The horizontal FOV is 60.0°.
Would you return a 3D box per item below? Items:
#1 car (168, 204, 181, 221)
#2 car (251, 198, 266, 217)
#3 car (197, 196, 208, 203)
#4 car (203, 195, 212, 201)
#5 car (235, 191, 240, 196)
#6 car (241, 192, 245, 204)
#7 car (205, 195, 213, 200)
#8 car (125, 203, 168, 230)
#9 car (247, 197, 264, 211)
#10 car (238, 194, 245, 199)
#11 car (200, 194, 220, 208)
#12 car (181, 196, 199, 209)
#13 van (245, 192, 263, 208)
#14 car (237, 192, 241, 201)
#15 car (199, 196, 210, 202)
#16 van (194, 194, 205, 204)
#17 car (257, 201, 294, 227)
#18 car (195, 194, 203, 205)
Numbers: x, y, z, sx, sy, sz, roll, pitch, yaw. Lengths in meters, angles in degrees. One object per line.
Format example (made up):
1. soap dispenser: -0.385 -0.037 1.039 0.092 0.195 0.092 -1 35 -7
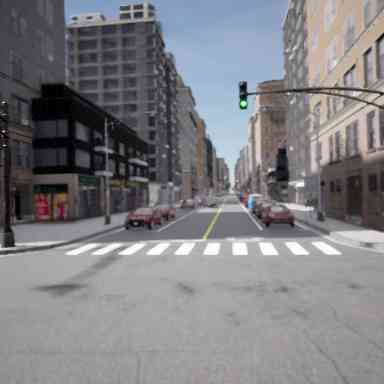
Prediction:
1. car: -2.451 1.615 27.688 1.887 1.381 4.507 -1 0 7
2. car: 6.015 1.426 26.702 1.802 1.307 4.206 -1 0 7
3. car: 2.097 1.546 67.136 1.802 1.307 4.206 -1 0 7
4. car: 4.046 1.485 84.043 1.947 1.339 4.313 -1 0 7
5. car: 11.858 1.023 77.427 2.192 1.841 5.009 -1 0 7
6. car: 7.960 1.112 43.610 2.192 1.841 5.009 -1 0 7
7. car: 4.695 1.449 89.678 1.887 1.381 4.507 -1 0 7
8. car: -3.101 1.631 22.052 1.887 1.381 4.507 -1 0 7
9. car: 6.665 1.410 32.338 1.802 1.307 4.206 -1 0 7
10. car: 13.181 1.203 88.868 1.752 1.417 4.829 -1 0 7
11. car: 2.528 1.487 46.003 1.837 1.490 4.892 -2 0 7
12. car: -0.502 1.605 44.594 1.802 1.307 4.206 -1 0 7
13. van: 7.310 1.153 37.974 1.690 1.788 3.998 -1 0 7
14. car: 10.562 1.304 66.154 1.947 1.339 4.313 -1 0 7
15. car: 2.746 1.500 72.771 2.008 1.369 4.403 -1 0 7
16. van: 1.443 1.319 61.501 1.690 1.788 3.998 -1 0 7
17. car: 5.365 1.443 21.066 1.802 1.307 4.206 -1 0 7
18. car: 0.795 1.433 55.865 1.967 1.590 4.097 -1 0 7
